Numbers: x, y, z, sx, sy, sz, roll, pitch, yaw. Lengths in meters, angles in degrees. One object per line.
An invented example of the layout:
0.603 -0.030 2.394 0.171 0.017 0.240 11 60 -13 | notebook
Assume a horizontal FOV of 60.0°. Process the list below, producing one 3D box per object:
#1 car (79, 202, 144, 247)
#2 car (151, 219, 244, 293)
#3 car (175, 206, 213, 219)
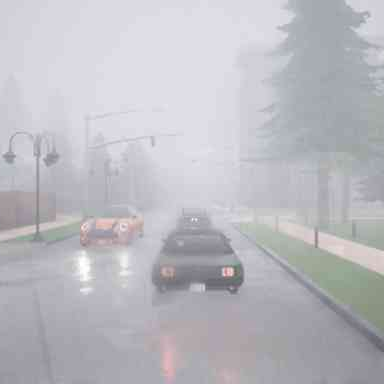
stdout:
-3.526 1.404 15.360 2.097 1.767 4.553 0 0 1 | car
0.114 1.632 8.880 1.895 1.301 4.718 0 0 0 | car
0.125 1.570 18.560 1.837 1.490 4.892 0 0 0 | car
